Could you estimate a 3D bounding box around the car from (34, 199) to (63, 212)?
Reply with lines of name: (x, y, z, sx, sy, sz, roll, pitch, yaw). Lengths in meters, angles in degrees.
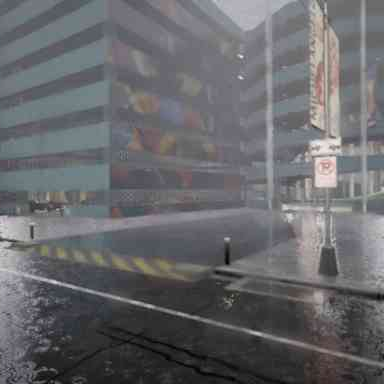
car: (-17.390, 1.624, 39.545, 4.786, 1.482, 2.161, -1, 0, 35)

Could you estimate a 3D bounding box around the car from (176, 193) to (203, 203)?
car: (-0.546, 1.150, 64.492, 5.566, 2.045, 2.435, -1, 0, 35)

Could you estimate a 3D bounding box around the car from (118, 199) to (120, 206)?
car: (-10.424, 1.635, 48.830, 4.718, 1.301, 1.895, -1, 0, 35)

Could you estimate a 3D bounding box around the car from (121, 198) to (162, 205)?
car: (-5.026, 1.425, 35.960, 4.674, 1.452, 2.002, -1, 0, 35)
